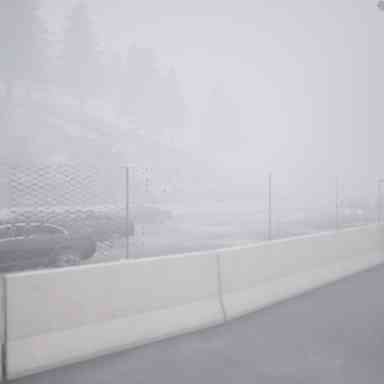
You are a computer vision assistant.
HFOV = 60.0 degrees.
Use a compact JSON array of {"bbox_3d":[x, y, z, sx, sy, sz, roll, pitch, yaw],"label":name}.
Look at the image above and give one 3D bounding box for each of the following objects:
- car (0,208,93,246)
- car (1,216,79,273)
[{"bbox_3d":[-7.685,1.585,15.800,5.357,1.411,2.033,0,0,-37],"label":"car"},{"bbox_3d":[-5.080,1.515,9.078,4.902,1.511,2.128,0,0,-36],"label":"car"}]
